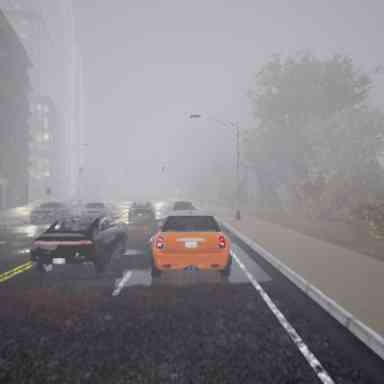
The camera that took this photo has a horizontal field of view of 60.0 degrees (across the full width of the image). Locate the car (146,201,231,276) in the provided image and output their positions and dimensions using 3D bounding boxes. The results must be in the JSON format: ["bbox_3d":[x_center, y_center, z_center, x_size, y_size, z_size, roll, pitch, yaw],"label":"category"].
[{"bbox_3d":[-0.064,1.339,10.479,2.097,1.767,4.553,0,0,-1],"label":"car"}]

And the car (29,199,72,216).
[{"bbox_3d":[-10.577,1.482,25.306,1.837,1.490,4.892,0,0,-3],"label":"car"}]

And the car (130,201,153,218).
[{"bbox_3d":[-3.954,1.456,26.703,2.128,1.511,4.902,0,0,-3],"label":"car"}]

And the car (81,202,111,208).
[{"bbox_3d":[-7.331,1.497,25.460,1.812,1.442,4.674,0,0,-3],"label":"car"}]

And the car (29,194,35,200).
[{"bbox_3d":[-31.250,0.993,61.295,4.097,1.590,1.967,1,-1,-14],"label":"car"}]

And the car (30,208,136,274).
[{"bbox_3d":[-3.313,1.481,10.586,2.128,1.511,4.902,0,0,-1],"label":"car"}]
